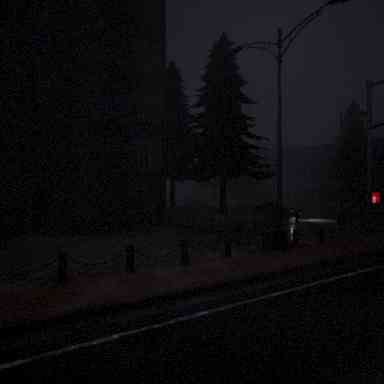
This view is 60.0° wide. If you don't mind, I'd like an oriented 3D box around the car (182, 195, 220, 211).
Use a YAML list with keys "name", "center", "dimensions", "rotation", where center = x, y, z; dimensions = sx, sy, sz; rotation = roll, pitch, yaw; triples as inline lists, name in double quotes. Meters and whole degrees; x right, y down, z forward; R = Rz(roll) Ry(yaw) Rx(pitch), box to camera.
- name: "car"
  center: [1.354, 1.493, 37.674]
  dimensions: [1.882, 1.535, 5.008]
  rotation: [0, 0, -37]

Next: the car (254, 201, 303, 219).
- name: "car"
  center: [7.558, 1.541, 29.486]
  dimensions: [1.812, 1.442, 4.674]
  rotation: [0, 0, -38]

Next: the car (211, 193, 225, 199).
- name: "car"
  center: [7.287, 1.092, 94.517]
  dimensions: [1.905, 1.878, 3.866]
  rotation: [0, 0, -37]

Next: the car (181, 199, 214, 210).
- name: "car"
  center: [0.634, 1.616, 44.734]
  dimensions: [1.895, 1.301, 4.718]
  rotation: [0, 0, -37]

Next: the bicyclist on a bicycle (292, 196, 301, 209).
- name: "bicyclist on a bicycle"
  center: [11.496, 1.316, 36.649]
  dimensions: [1.656, 1.620, 0.582]
  rotation: [0, 0, -37]

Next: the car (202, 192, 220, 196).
- name: "car"
  center: [5.199, 1.112, 92.455]
  dimensions: [1.932, 1.855, 4.605]
  rotation: [0, 0, -37]
